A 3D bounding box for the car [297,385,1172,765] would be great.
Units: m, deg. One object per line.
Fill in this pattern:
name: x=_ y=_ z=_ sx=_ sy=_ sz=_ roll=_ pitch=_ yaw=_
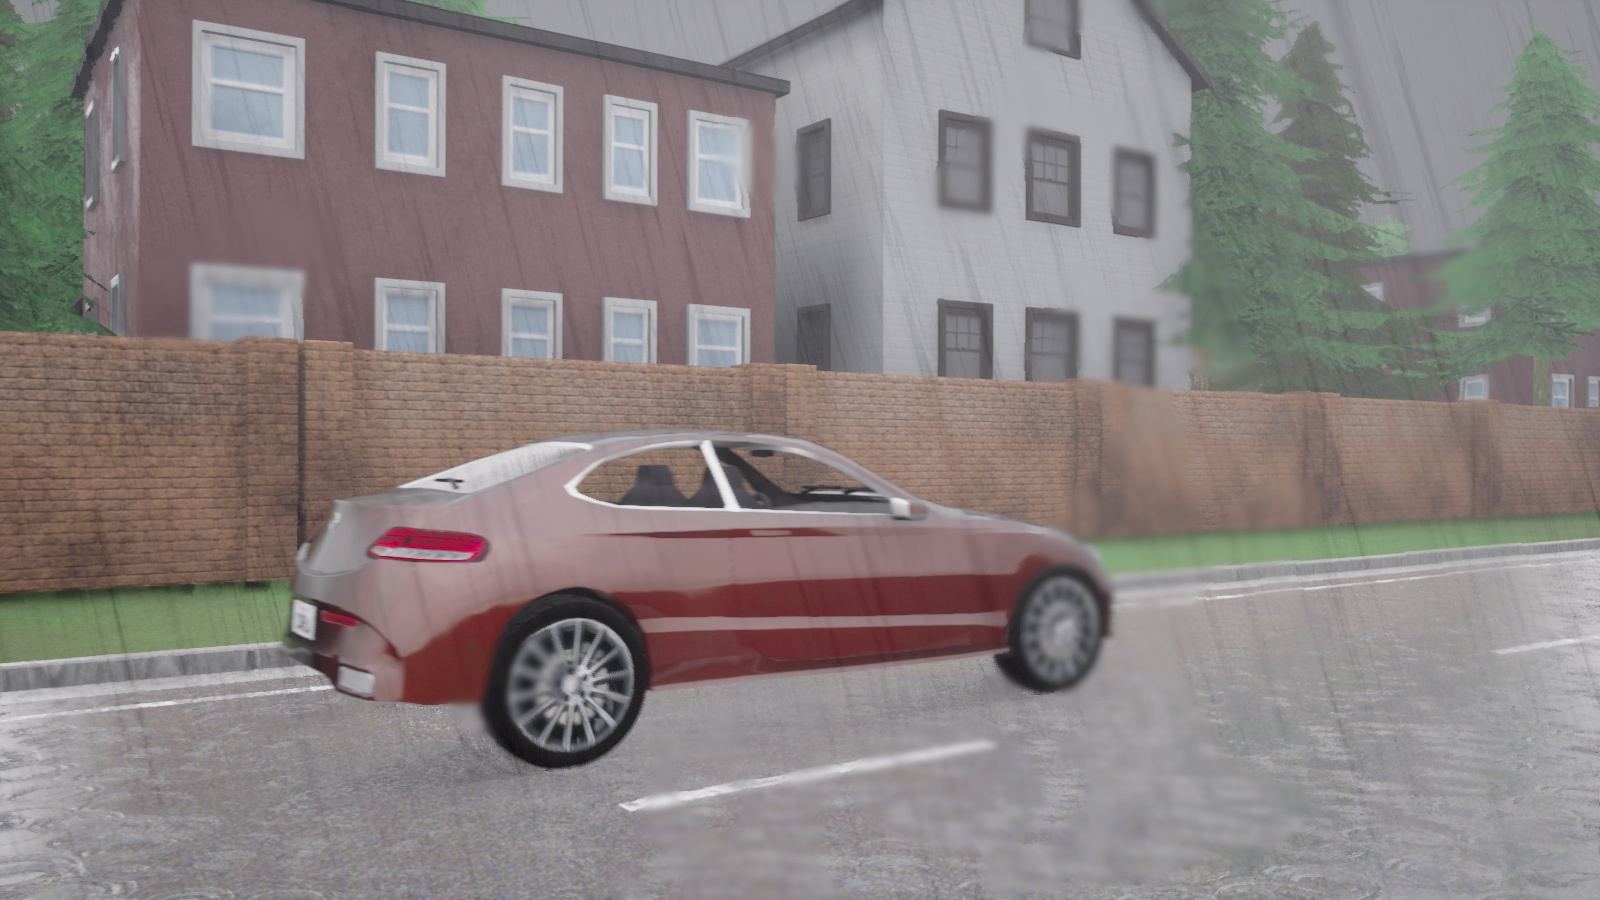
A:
car: x=-0.214 y=0.547 z=7.774 sx=5.027 sy=1.651 sz=2.152 roll=0 pitch=0 yaw=-35
